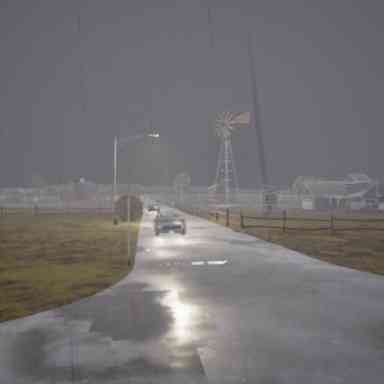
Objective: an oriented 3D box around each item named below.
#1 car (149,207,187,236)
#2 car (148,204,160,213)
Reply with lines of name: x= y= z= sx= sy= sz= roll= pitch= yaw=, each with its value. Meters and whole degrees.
car: x=-1.532 y=1.930 z=21.387 sx=2.033 sy=1.411 sz=5.357 roll=0 pitch=-1 yaw=-8
car: x=-6.075 y=2.531 z=52.665 sx=2.033 sy=1.411 sz=5.357 roll=0 pitch=-1 yaw=-8
